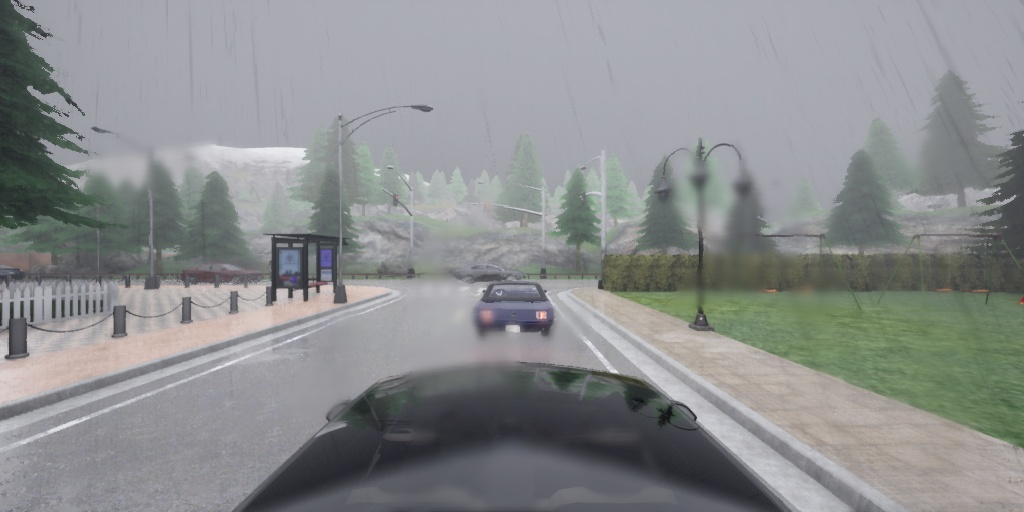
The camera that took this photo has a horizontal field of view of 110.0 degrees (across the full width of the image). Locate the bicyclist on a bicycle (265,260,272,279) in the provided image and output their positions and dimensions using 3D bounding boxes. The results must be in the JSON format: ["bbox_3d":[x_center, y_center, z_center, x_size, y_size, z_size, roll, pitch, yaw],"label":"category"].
[{"bbox_3d":[-21.621,1.219,32.239,0.582,1.620,1.656,0,0,0],"label":"bicyclist on a bicycle"}]

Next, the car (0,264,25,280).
[{"bbox_3d":[-42.369,1.329,28.919,4.181,1.385,1.994,0,0,0],"label":"car"}]

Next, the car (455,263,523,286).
[{"bbox_3d":[-1.511,1.249,24.978,4.902,1.511,2.128,0,0,0],"label":"car"}]

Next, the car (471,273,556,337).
[{"bbox_3d":[0.076,1.351,10.235,1.895,1.301,4.718,0,0,0],"label":"car"}]

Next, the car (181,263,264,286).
[{"bbox_3d":[-20.183,1.243,25.132,5.008,1.535,1.882,0,0,1],"label":"car"}]
